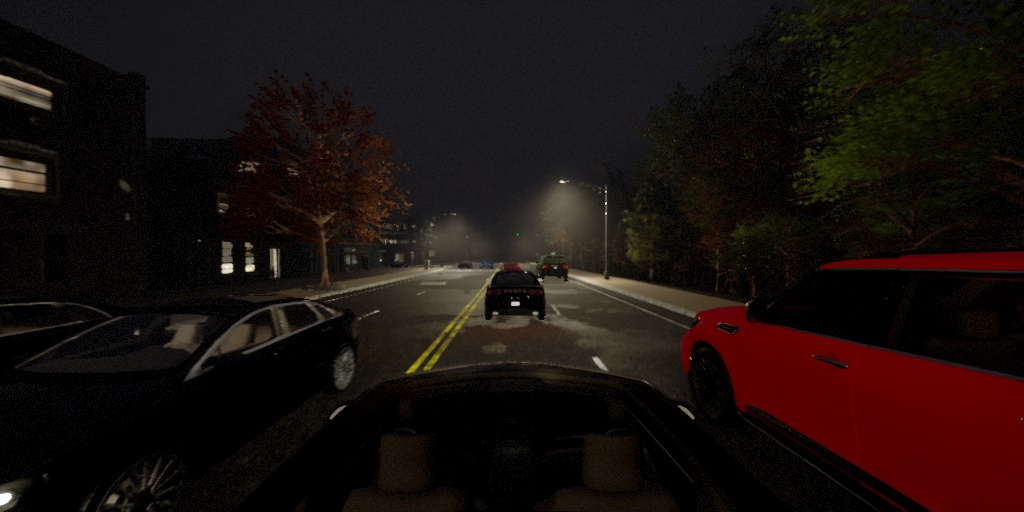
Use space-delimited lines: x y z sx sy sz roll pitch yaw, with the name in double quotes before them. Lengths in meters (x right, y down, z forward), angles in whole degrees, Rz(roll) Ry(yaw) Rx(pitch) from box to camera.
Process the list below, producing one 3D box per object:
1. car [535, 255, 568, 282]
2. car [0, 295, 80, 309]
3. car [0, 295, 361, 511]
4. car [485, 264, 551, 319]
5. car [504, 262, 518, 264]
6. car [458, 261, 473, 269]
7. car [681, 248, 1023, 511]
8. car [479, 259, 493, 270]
"car" 3.193 0.966 29.403 2.150 2.045 5.566 0 0 -1
"car" -6.602 1.241 3.810 2.128 1.511 4.902 0 0 0
"car" -3.352 1.241 3.863 2.128 1.511 4.902 0 0 0
"car" 0.099 1.226 12.802 1.882 1.535 5.008 0 0 0
"car" -0.085 1.271 31.033 1.812 1.442 4.674 0 0 -1
"car" -7.087 1.345 54.744 1.895 1.301 4.718 0 0 -1
"car" 3.361 0.971 2.510 2.150 2.045 5.566 0 0 0
"car" -3.830 1.221 53.653 1.882 1.535 5.008 0 0 0
